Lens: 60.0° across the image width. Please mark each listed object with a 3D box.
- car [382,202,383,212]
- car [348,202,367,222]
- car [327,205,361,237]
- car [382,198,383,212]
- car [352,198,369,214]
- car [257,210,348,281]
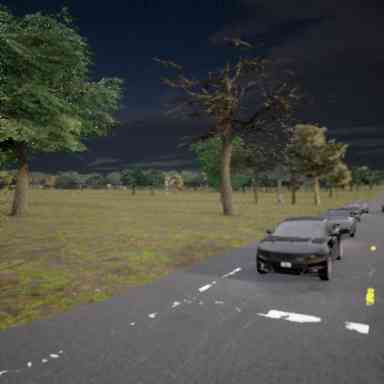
[{"bbox_3d":[22.514,1.782,37.032,1.994,1.385,4.181,-1,-1,29],"label":"car"},{"bbox_3d":[13.116,1.734,27.603,1.895,1.301,4.718,-1,-1,29],"label":"car"},{"bbox_3d":[8.075,1.646,18.557,1.994,1.385,4.181,-1,-1,29],"label":"car"},{"bbox_3d":[26.376,1.694,44.019,2.097,1.767,4.553,-1,-1,29],"label":"car"},{"bbox_3d":[19.856,1.629,39.557,2.097,1.767,4.553,-1,-1,30],"label":"car"},{"bbox_3d":[3.540,1.533,10.424,1.882,1.535,5.008,-1,-1,29],"label":"car"}]
